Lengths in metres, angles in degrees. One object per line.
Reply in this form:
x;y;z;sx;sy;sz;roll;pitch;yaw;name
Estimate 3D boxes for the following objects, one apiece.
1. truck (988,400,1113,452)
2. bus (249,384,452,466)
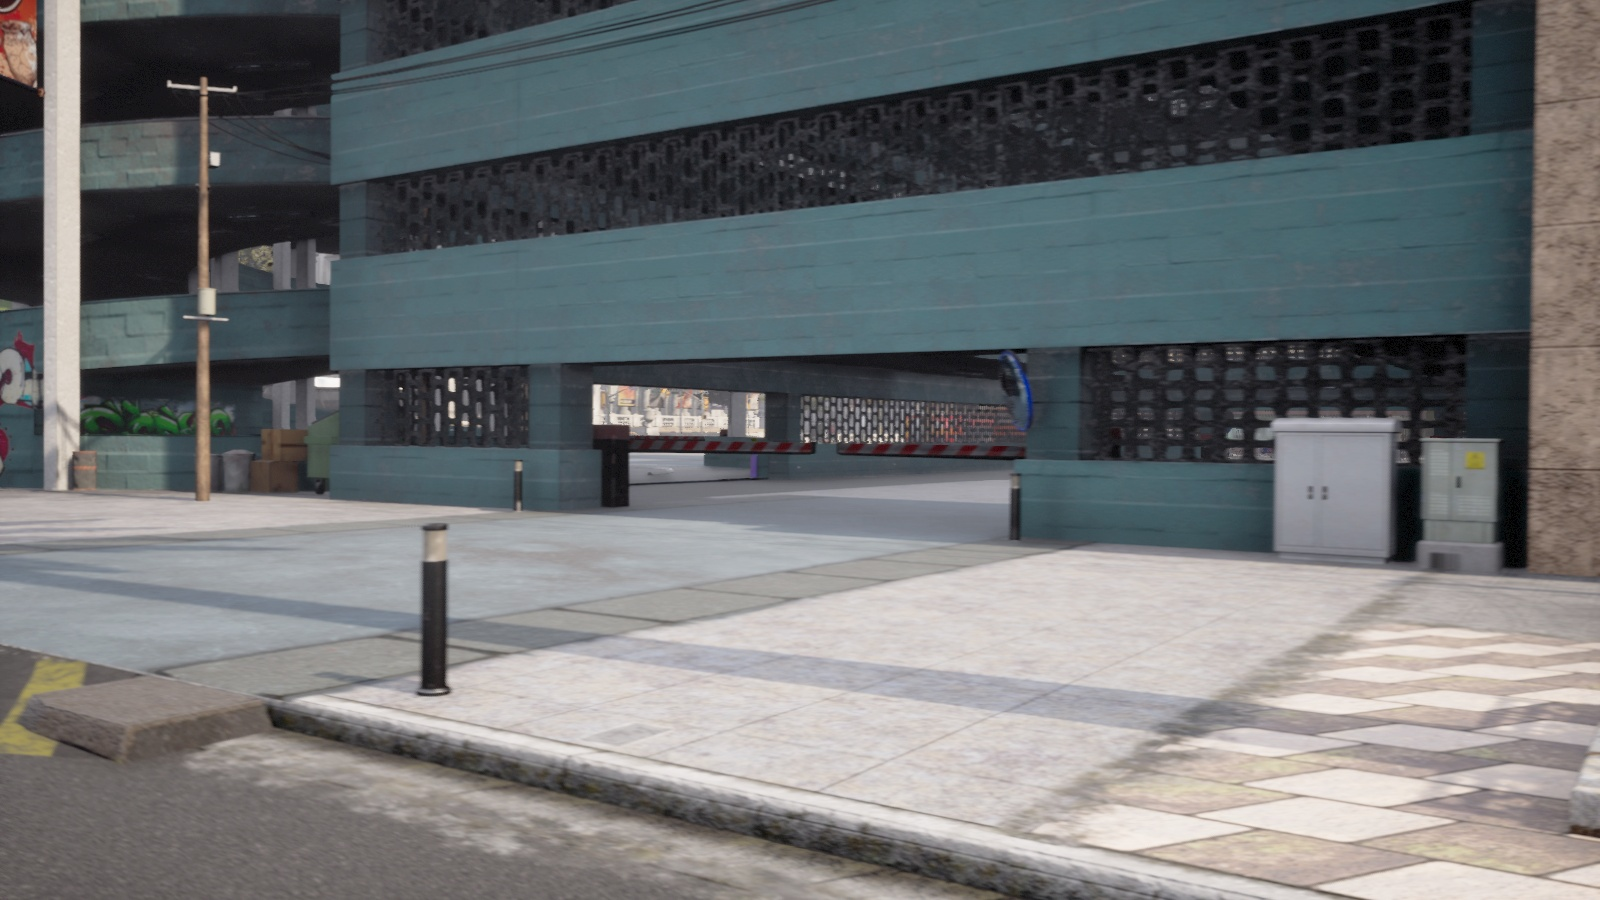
17.271;-1.590;86.697;7.936;3.462;2.891;0;1;34;truck
-24.861;-1.377;70.163;3.944;4.253;10.273;0;1;34;bus
